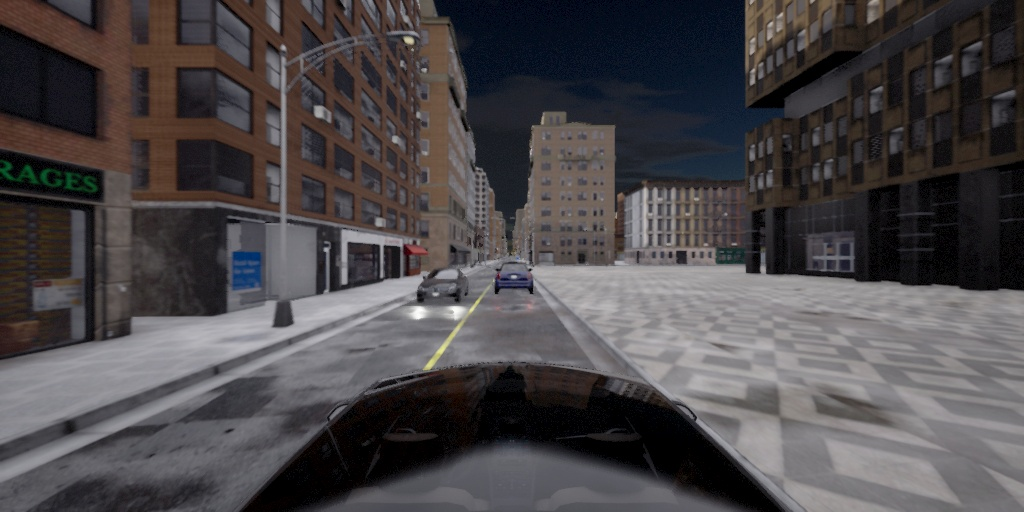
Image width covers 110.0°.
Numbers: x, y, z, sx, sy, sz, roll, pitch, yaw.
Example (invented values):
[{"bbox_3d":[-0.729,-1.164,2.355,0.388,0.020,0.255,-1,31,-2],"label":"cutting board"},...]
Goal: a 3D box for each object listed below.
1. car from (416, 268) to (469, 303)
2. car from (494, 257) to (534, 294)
[{"bbox_3d":[-3.081,1.282,16.785,1.812,1.442,4.674,0,0,0],"label":"car"},{"bbox_3d":[0.106,1.108,20.675,2.097,1.767,4.553,0,0,0],"label":"car"}]
